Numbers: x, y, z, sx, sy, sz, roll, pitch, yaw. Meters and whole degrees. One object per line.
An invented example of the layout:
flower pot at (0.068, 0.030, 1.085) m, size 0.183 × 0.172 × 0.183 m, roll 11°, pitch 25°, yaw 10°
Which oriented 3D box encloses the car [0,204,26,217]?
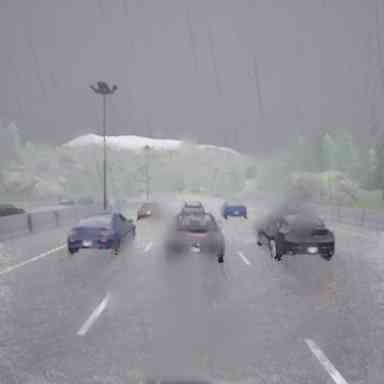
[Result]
car at (-14.109, 1.561, 24.048) m, size 2.033 × 1.411 × 5.357 m, roll 0°, pitch 0°, yaw 0°

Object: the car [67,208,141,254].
car at (-3.407, 1.503, 13.145) m, size 1.812 × 1.442 × 4.674 m, roll 0°, pitch 0°, yaw 0°

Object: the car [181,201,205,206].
car at (0.085, 1.523, 27.697) m, size 2.128 × 1.511 × 4.902 m, roll 0°, pitch 0°, yaw 0°

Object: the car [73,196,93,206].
car at (-21.028, 1.773, 65.701) m, size 2.150 × 2.045 × 5.566 m, roll 0°, pitch -1°, yaw 0°

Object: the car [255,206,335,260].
car at (3.592, 1.479, 12.322) m, size 1.837 × 1.490 × 4.892 m, roll 0°, pitch 0°, yaw 0°

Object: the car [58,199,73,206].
car at (-24.528, 2.022, 65.308) m, size 1.882 × 1.535 × 5.008 m, roll 0°, pitch -1°, yaw 0°

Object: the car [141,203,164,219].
car at (-3.415, 1.600, 28.282) m, size 1.994 × 1.385 × 4.181 m, roll 0°, pitch 0°, yaw 0°

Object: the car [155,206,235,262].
car at (0.092, 1.468, 11.962) m, size 2.128 × 1.511 × 4.902 m, roll 0°, pitch 0°, yaw 0°

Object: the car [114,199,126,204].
car at (-14.035, 2.104, 65.359) m, size 1.994 × 1.385 × 4.181 m, roll 0°, pitch -1°, yaw 0°

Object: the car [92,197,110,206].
car at (-17.531, 2.045, 65.335) m, size 1.837 × 1.490 × 4.892 m, roll 0°, pitch -1°, yaw 0°

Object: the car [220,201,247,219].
car at (3.586, 1.518, 29.195) m, size 1.882 × 1.535 × 5.008 m, roll 0°, pitch 0°, yaw 0°

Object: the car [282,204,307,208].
car at (7.087, 1.551, 23.394) m, size 2.033 × 1.411 × 5.357 m, roll 0°, pitch 0°, yaw 0°
